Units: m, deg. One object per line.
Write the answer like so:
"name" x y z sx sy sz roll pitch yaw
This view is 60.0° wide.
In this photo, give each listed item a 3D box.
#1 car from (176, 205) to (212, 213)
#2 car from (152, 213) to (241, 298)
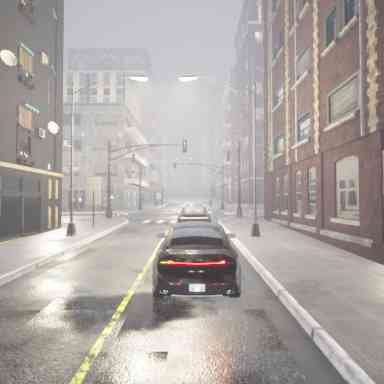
"car" 0.130 1.511 18.913 2.128 1.511 4.902 0 0 0
"car" 0.106 1.511 8.521 1.837 1.490 4.892 0 0 0
